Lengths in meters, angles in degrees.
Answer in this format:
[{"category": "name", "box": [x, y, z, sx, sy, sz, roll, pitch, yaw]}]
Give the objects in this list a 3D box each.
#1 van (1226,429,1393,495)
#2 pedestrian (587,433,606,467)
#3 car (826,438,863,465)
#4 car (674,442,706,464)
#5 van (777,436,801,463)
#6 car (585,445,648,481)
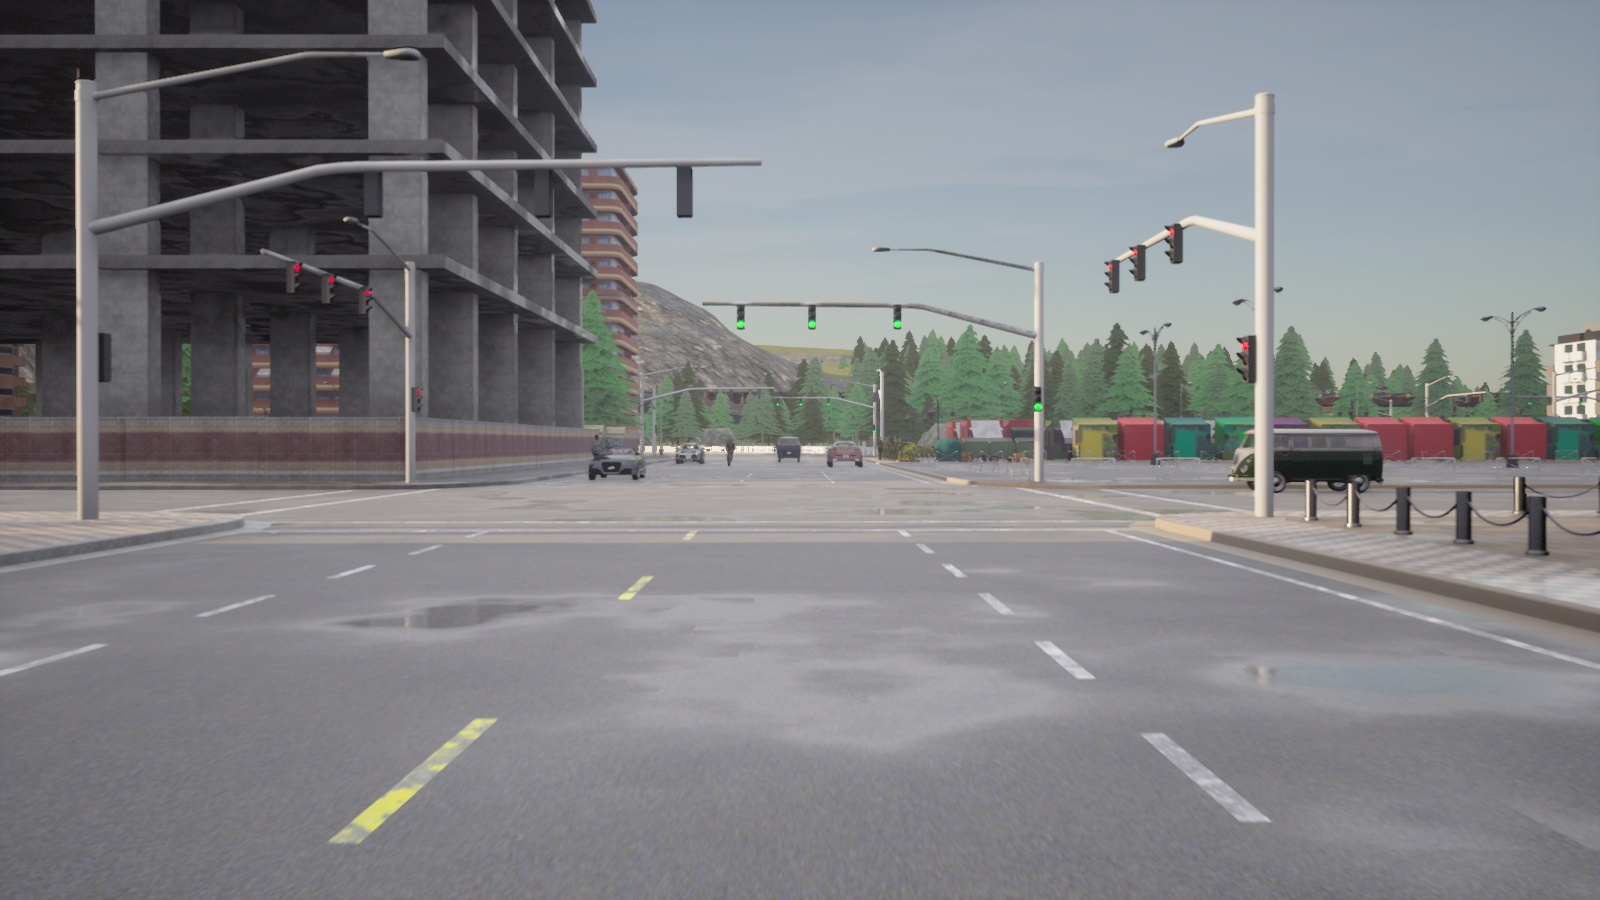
[{"category": "van", "box": [15.713, 0.348, 38.902, 4.442, 1.987, 1.775, 0, 0, 0]}, {"category": "pedestrian", "box": [-11.168, 0.003, 68.900, 0.874, 1.855, 0.900, 0, 0, 3]}, {"category": "car", "box": [2.772, 0.082, 79.046, 2.152, 1.651, 5.027, 0, 0, 0]}, {"category": "car", "box": [-7.797, 0.203, 89.158, 1.970, 1.475, 3.806, 0, 0, 0]}, {"category": "van", "box": [-0.849, -0.047, 96.868, 1.775, 1.987, 4.442, 0, 0, 0]}, {"category": "car", "box": [-7.547, 0.511, 52.030, 1.994, 1.385, 4.181, 0, 0, 0]}]
